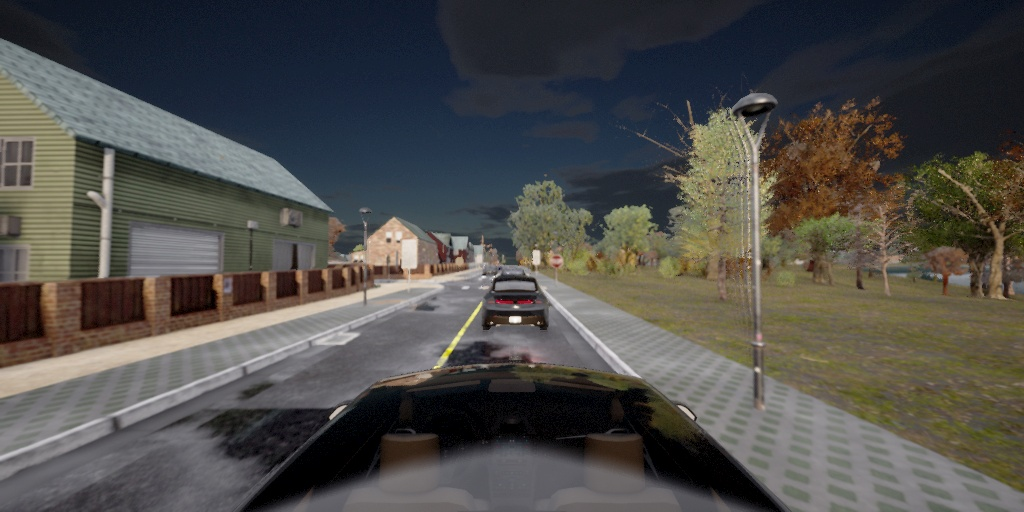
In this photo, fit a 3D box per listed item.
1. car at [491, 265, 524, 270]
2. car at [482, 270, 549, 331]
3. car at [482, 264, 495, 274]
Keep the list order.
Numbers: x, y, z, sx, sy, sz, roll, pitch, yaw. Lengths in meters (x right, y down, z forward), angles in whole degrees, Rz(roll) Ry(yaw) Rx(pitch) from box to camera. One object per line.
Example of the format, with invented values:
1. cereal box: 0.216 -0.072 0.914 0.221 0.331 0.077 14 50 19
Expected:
1. car: 0.076 1.497 22.167 2.128 1.511 4.902 0 -1 0
2. car: 0.087 1.373 11.437 1.837 1.490 4.892 0 -1 0
3. car: -2.840 1.856 47.239 1.837 1.490 4.892 0 -1 0
